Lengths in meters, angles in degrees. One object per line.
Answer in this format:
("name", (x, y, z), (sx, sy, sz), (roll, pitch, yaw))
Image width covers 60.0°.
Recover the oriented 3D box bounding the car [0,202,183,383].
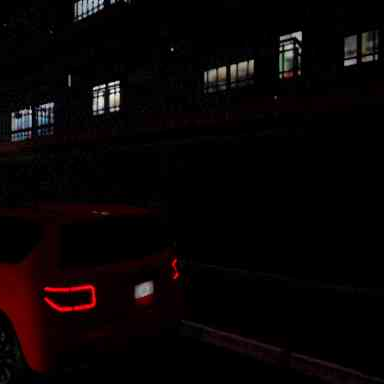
("car", (-2.725, 1.169, 5.330), (5.566, 2.045, 2.150), (1, 0, 35))
